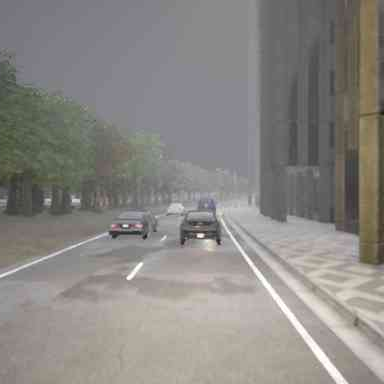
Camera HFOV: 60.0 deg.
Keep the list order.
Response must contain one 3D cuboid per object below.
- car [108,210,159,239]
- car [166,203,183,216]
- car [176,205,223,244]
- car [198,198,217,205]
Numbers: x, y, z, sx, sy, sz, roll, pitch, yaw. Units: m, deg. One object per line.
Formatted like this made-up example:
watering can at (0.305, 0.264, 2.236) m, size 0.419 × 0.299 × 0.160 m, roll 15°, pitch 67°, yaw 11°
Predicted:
car at (-3.013, 1.662, 18.096) m, size 2.033 × 1.411 × 5.357 m, roll 0°, pitch -1°, yaw 2°
car at (-1.783, 2.016, 38.588) m, size 1.812 × 1.442 × 4.674 m, roll 0°, pitch -1°, yaw 5°
car at (0.436, 1.601, 16.348) m, size 1.837 × 1.490 × 4.892 m, roll 0°, pitch -1°, yaw 2°
car at (1.827, 1.745, 39.874) m, size 2.150 × 2.045 × 5.566 m, roll 0°, pitch -1°, yaw 5°
